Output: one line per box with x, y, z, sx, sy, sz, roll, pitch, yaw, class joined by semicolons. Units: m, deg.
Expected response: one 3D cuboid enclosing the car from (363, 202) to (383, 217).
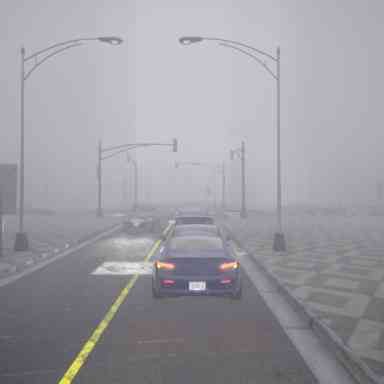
18.007;1.579;29.769;4.313;1.339;1.947;0;-1;0;car

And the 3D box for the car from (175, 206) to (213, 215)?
0.103;1.483;17.630;1.882;1.535;5.008;0;0;0;car

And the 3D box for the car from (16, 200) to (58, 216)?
-14.583;1.437;29.667;4.829;1.417;1.752;0;-1;0;car

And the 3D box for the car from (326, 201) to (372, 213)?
18.010;1.694;38.293;4.403;1.369;2.008;0;-1;0;car

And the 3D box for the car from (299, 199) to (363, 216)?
12.337;1.544;29.751;4.403;1.369;2.008;0;-1;0;car

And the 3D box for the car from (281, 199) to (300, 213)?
12.340;1.563;38.277;4.097;1.590;1.967;0;-1;0;car

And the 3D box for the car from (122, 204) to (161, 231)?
-2.995;1.498;20.442;2.128;1.511;4.902;0;0;0;car

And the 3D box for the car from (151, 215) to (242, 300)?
0.105;1.528;8.292;1.812;1.442;4.674;0;0;0;car

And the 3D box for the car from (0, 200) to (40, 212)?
-20.151;1.580;38.173;4.403;1.369;2.008;0;-1;0;car
